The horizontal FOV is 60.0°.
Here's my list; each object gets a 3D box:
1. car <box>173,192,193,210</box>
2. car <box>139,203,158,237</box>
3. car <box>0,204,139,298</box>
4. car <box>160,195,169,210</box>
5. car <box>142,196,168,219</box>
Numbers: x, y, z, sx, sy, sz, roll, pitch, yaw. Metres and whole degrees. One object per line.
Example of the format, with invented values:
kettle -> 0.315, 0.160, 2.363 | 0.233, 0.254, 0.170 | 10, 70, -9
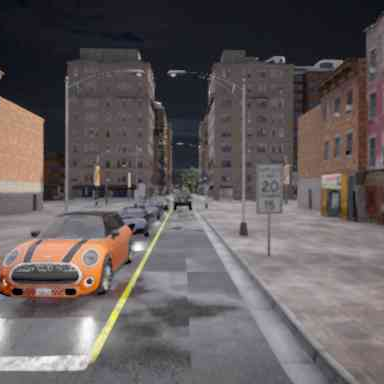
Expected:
car -> -1.097, 1.065, 40.093 | 2.150, 2.045, 5.566 | 0, 0, -1
car -> -3.103, 1.492, 17.534 | 1.994, 1.385, 4.181 | 0, 0, -2
car -> -2.860, 1.315, 8.601 | 2.097, 1.767, 4.553 | 0, 0, -1
car -> -3.676, 1.199, 37.639 | 2.097, 1.767, 4.553 | 0, 0, -1
car -> -3.397, 1.381, 27.388 | 2.128, 1.511, 4.902 | 0, 0, -2
